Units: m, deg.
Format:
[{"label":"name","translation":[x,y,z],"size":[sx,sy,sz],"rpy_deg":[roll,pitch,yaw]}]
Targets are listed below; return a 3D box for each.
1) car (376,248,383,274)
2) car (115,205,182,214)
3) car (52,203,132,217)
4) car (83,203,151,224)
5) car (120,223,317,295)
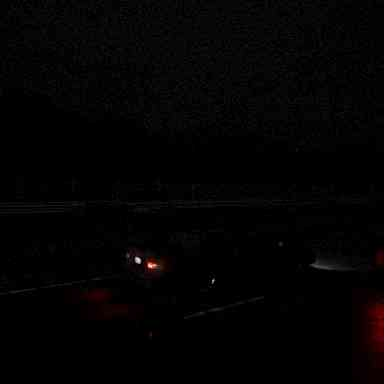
[{"label":"car","translation":[6.800,1.597,8.547],"size":[4.718,1.301,1.895],"rpy_deg":[0,0,-35]},{"label":"car","translation":[-1.857,1.595,19.819],"size":[4.718,1.301,1.895],"rpy_deg":[0,0,-35]},{"label":"car","translation":[-6.290,1.500,20.974],"size":[4.892,1.490,1.837],"rpy_deg":[0,0,-35]},{"label":"car","translation":[-5.741,1.594,25.646],"size":[4.718,1.301,1.895],"rpy_deg":[0,0,-35]},{"label":"car","translation":[0.900,1.545,8.687],"size":[5.357,1.411,2.033],"rpy_deg":[0,0,-34]}]
